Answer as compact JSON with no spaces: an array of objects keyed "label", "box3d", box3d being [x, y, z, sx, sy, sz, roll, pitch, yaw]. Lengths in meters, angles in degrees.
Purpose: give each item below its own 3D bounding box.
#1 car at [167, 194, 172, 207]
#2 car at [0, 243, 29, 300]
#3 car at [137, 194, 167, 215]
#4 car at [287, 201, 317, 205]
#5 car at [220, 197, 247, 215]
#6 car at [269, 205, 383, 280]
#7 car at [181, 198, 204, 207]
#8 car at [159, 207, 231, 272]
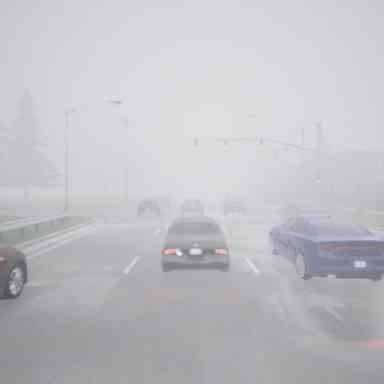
[{"label":"car","box3d":[-3.544,0.995,40.991,2.128,1.511,4.902,0,1,0]},{"label":"car","box3d":[-4.558,1.288,5.298,2.097,1.767,4.553,0,1,0]},{"label":"car","box3d":[-3.496,1.157,28.564,1.837,1.490,4.892,0,0,0]},{"label":"car","box3d":[7.061,1.278,21.600,2.033,1.411,5.357,0,1,0]},{"label":"car","box3d":[3.547,1.136,28.919,2.128,1.511,4.902,0,1,0]},{"label":"car","box3d":[3.586,1.357,9.563,1.882,1.535,5.008,0,1,0]},{"label":"car","box3d":[0.044,1.196,30.086,1.994,1.385,4.181,0,1,0]},{"label":"car","box3d":[0.084,1.420,10.325,2.033,1.411,5.357,0,1,0]}]
